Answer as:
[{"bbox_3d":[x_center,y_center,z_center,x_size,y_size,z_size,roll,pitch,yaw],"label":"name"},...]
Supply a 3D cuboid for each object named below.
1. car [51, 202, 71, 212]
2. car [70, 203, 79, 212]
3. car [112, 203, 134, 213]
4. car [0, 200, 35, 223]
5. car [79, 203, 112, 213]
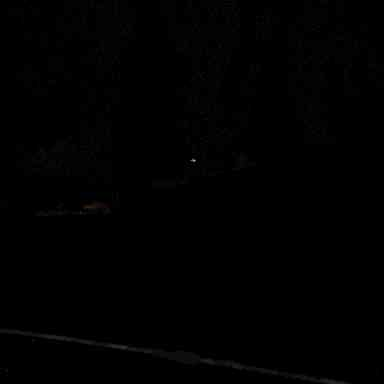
[{"bbox_3d":[-21.587,2.525,56.181,1.882,1.535,5.008,0,-1,17],"label":"car"},{"bbox_3d":[-17.859,2.655,56.347,1.895,1.301,4.718,0,-1,17],"label":"car"},{"bbox_3d":[-11.268,2.565,53.978,2.033,1.411,5.357,0,-1,17],"label":"car"},{"bbox_3d":[-17.939,1.816,32.401,2.150,2.045,5.566,0,0,18],"label":"car"},{"bbox_3d":[-15.265,2.470,52.952,1.882,1.535,5.008,0,-1,17],"label":"car"}]
